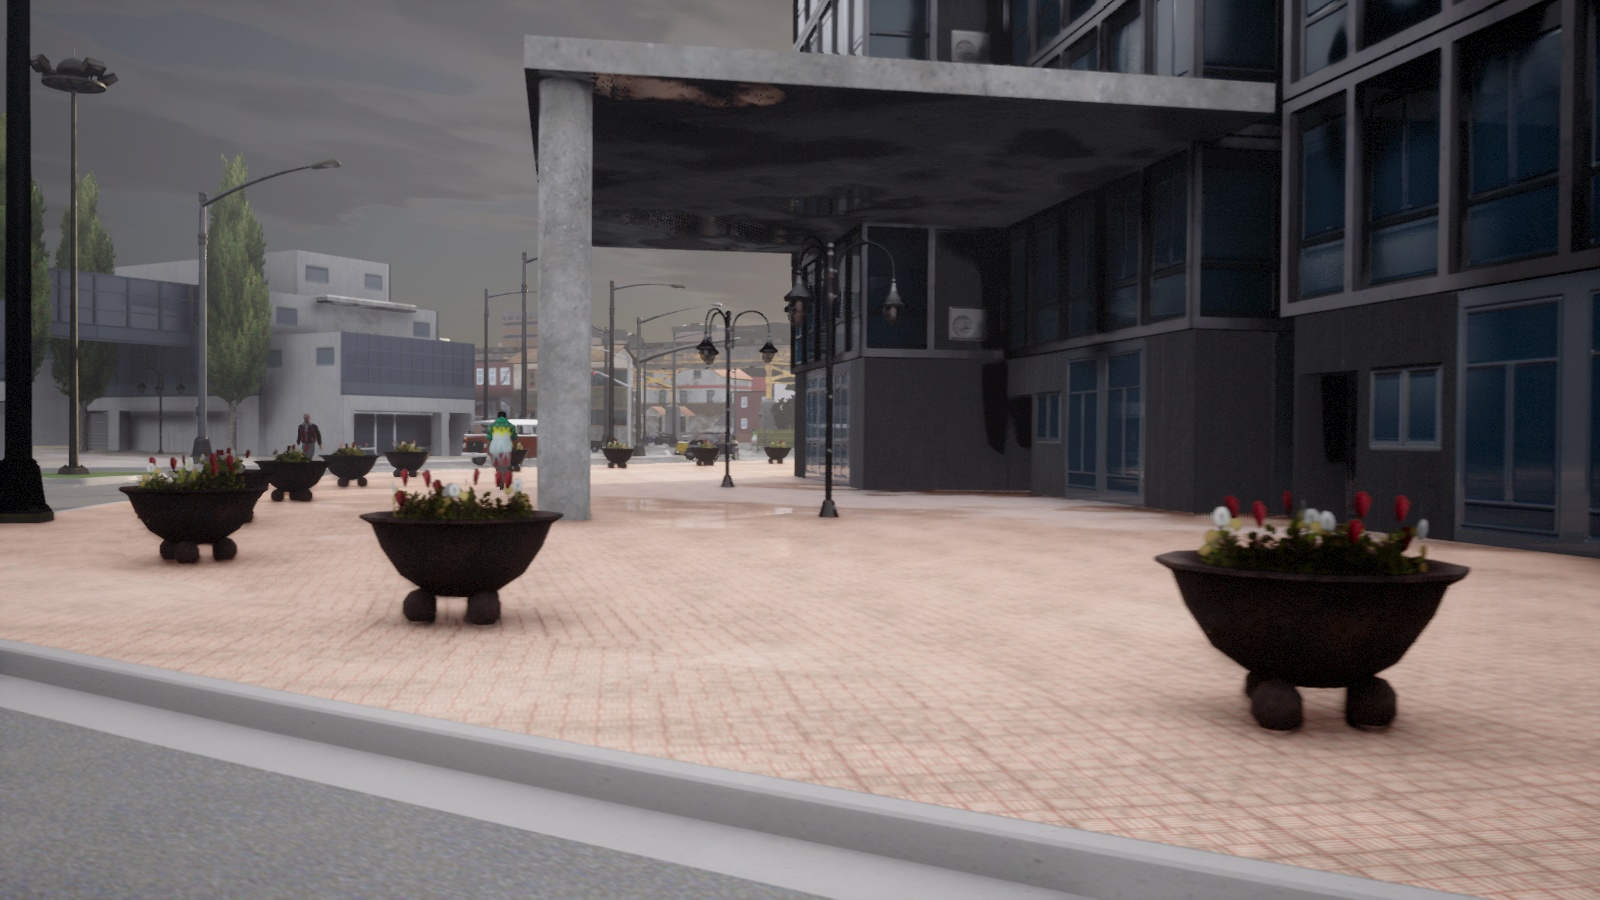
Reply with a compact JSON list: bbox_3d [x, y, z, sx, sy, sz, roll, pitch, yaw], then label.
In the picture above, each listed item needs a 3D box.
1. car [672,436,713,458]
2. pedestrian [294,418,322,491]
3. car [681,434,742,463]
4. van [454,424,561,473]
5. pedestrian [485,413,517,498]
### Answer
[{"bbox_3d":[-6.870,-0.160,80.407,2.207,1.376,1.481,0,0,38],"label":"car"},{"bbox_3d":[-12.663,0.102,32.325,0.376,1.854,0.720,-1,1,2],"label":"pedestrian"},{"bbox_3d":[-4.833,-0.112,68.893,1.789,1.549,3.705,0,1,25],"label":"car"},{"bbox_3d":[-12.734,-0.110,54.954,2.069,2.038,4.480,0,1,30],"label":"van"},{"bbox_3d":[-6.957,0.114,29.246,0.659,1.952,0.873,-1,1,-9],"label":"pedestrian"}]
